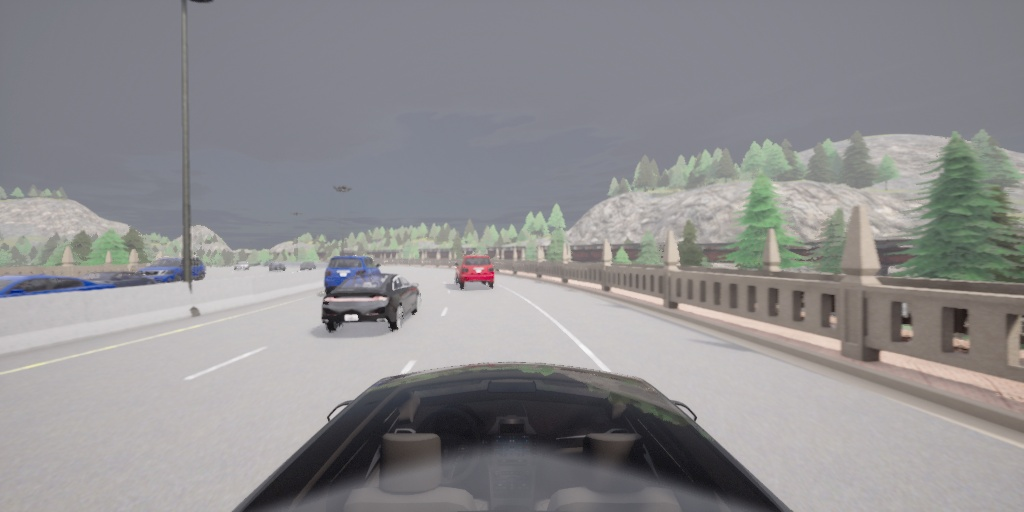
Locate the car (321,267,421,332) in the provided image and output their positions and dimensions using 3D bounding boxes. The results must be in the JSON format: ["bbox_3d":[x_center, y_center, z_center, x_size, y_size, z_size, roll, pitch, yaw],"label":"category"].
[{"bbox_3d":[-4.047,1.268,10.992,2.128,1.511,4.902,0,0,-5],"label":"car"}]

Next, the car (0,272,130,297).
[{"bbox_3d":[-14.736,1.310,10.517,1.882,1.535,5.008,0,0,-6],"label":"car"}]

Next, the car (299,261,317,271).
[{"bbox_3d":[-27.477,1.502,48.475,1.837,1.490,4.892,0,0,-31],"label":"car"}]

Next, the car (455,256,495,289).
[{"bbox_3d":[-2.545,0.999,23.855,2.150,2.045,5.566,0,0,-12],"label":"car"}]

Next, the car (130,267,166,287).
[{"bbox_3d":[-19.193,1.437,16.925,1.994,1.385,4.181,0,0,-11],"label":"car"}]

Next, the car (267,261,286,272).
[{"bbox_3d":[-34.919,1.642,53.433,1.994,1.385,4.181,-1,0,-35],"label":"car"}]

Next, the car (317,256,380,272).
[{"bbox_3d":[-8.997,1.037,20.658,2.150,2.045,5.566,0,0,-11],"label":"car"}]

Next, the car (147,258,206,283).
[{"bbox_3d":[-25.229,1.163,26.790,2.150,2.045,5.566,0,0,-19],"label":"car"}]
